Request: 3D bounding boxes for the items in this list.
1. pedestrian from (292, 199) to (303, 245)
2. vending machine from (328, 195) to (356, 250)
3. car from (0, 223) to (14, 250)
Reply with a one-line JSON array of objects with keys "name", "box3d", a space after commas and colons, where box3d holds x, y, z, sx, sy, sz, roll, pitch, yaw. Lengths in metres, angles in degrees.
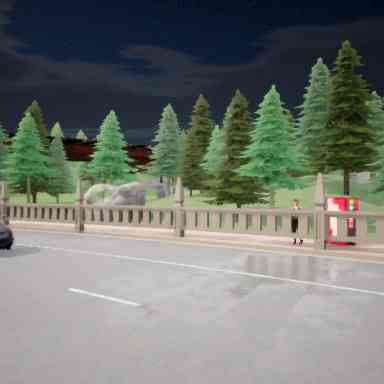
[{"name": "pedestrian", "box3d": [4.092, 1.141, 12.990, 0.375, 1.860, 0.375, 0, 0, 33]}, {"name": "vending machine", "box3d": [6.079, 1.195, 13.466, 0.880, 2.100, 1.100, 0, 0, 33]}, {"name": "car", "box3d": [-8.978, 1.563, 13.004, 4.181, 1.385, 1.994, 0, 0, 27]}]
